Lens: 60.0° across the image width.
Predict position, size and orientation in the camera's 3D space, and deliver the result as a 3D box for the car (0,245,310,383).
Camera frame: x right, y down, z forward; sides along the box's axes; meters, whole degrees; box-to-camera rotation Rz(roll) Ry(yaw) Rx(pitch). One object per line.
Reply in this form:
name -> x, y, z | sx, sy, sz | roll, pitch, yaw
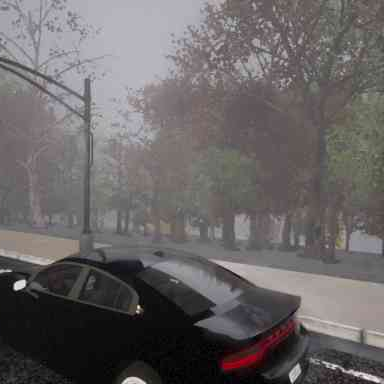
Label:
car -> -1.056, 1.477, 4.495 | 5.008, 1.535, 1.882 | 0, 0, 36
